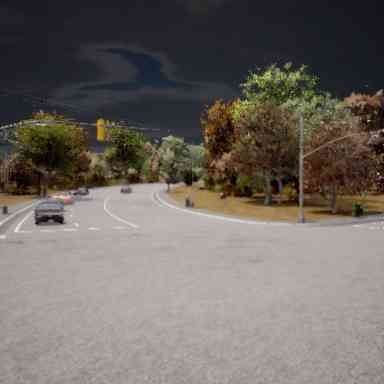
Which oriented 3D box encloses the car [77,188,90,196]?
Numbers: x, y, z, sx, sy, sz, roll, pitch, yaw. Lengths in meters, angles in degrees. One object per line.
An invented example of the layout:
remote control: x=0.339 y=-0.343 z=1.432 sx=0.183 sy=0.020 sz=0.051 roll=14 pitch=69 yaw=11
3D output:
car: x=-19.516 y=-0.088 z=59.197 sx=1.994 sy=1.385 sz=4.181 roll=0 pitch=3 yaw=-6

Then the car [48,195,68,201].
car: x=-13.714 y=1.290 z=33.062 sx=1.994 sy=1.385 sz=4.181 roll=0 pitch=2 yaw=-19

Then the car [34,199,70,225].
car: x=-10.492 y=1.492 z=24.353 sx=2.033 sy=1.411 sz=5.357 roll=0 pitch=1 yaw=-26

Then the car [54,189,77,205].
car: x=-16.567 y=0.646 z=42.908 sx=2.097 sy=1.767 sz=4.553 roll=0 pitch=3 yaw=-14

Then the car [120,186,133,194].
car: x=-13.049 y=-0.491 z=66.431 sx=2.033 sy=1.411 sz=5.357 roll=0 pitch=4 yaw=-1
